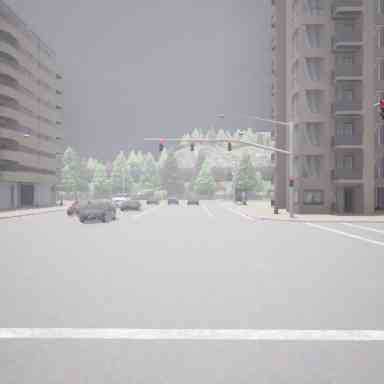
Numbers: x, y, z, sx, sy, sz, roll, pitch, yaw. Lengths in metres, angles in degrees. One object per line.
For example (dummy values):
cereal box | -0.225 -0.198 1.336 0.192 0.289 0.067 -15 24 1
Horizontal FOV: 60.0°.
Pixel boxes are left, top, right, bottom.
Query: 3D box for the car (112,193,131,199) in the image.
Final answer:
car | -10.477 1.240 49.726 2.150 2.045 5.566 0 0 3

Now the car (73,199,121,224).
car | -7.045 1.515 25.284 1.837 1.490 4.892 0 -1 0

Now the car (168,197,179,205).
car | -3.374 1.545 60.044 1.812 1.442 4.674 0 0 0

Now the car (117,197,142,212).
car | -7.010 1.577 38.678 1.994 1.385 4.181 0 0 0

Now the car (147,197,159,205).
car | -6.888 1.567 59.185 2.033 1.411 5.357 0 0 0

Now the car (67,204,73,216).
car | -10.530 1.536 32.252 1.812 1.442 4.674 0 0 0

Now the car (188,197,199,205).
car | 0.223 1.583 58.387 1.994 1.385 4.181 0 0 0
